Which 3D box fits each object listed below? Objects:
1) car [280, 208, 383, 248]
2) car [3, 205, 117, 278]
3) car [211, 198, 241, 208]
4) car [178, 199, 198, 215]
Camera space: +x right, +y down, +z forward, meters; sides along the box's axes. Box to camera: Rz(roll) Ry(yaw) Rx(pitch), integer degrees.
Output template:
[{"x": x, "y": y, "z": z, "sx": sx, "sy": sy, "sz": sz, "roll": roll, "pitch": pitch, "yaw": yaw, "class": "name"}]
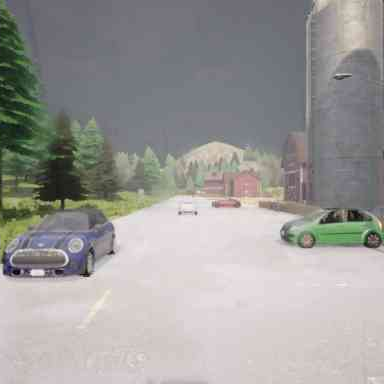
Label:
[{"x": 5.824, "y": 1.483, "z": 14.099, "sx": 3.988, "sy": 1.617, "sz": 1.851, "roll": 0, "pitch": 0, "yaw": -1, "class": "car"}, {"x": -3.757, "y": 1.352, "z": 10.261, "sx": 2.097, "sy": 1.767, "sz": 4.553, "roll": 0, "pitch": 0, "yaw": -1, "class": "car"}, {"x": 4.833, "y": 1.550, "z": 47.096, "sx": 4.181, "sy": 1.381, "sz": 1.994, "roll": 0, "pitch": 0, "yaw": -1, "class": "car"}, {"x": -0.419, "y": 1.526, "z": 34.009, "sx": 1.812, "sy": 1.442, "sz": 4.674, "roll": 0, "pitch": 0, "yaw": -1, "class": "car"}]
